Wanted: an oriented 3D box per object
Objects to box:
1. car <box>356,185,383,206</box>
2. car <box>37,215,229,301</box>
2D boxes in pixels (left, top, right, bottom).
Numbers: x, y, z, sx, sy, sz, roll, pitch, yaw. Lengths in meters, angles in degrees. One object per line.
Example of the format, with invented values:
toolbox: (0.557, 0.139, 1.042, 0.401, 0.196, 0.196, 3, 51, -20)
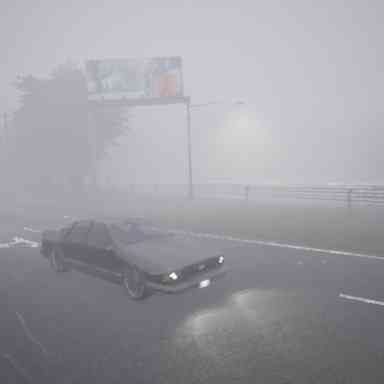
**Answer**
car: (13.773, 0.324, 22.737, 1.837, 1.490, 4.892, -3, 3, -30)
car: (-1.759, 1.291, 7.979, 5.357, 1.411, 2.033, 1, 4, 41)
